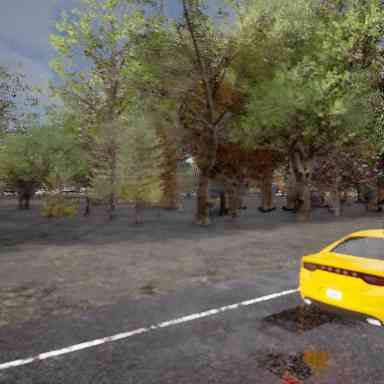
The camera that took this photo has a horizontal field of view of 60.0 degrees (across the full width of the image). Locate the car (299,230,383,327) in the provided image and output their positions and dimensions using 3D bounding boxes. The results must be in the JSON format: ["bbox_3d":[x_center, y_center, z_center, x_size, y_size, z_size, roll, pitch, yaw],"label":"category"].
[{"bbox_3d":[4.323,1.517,6.826,5.008,1.535,1.882,0,0,-35],"label":"car"}]
